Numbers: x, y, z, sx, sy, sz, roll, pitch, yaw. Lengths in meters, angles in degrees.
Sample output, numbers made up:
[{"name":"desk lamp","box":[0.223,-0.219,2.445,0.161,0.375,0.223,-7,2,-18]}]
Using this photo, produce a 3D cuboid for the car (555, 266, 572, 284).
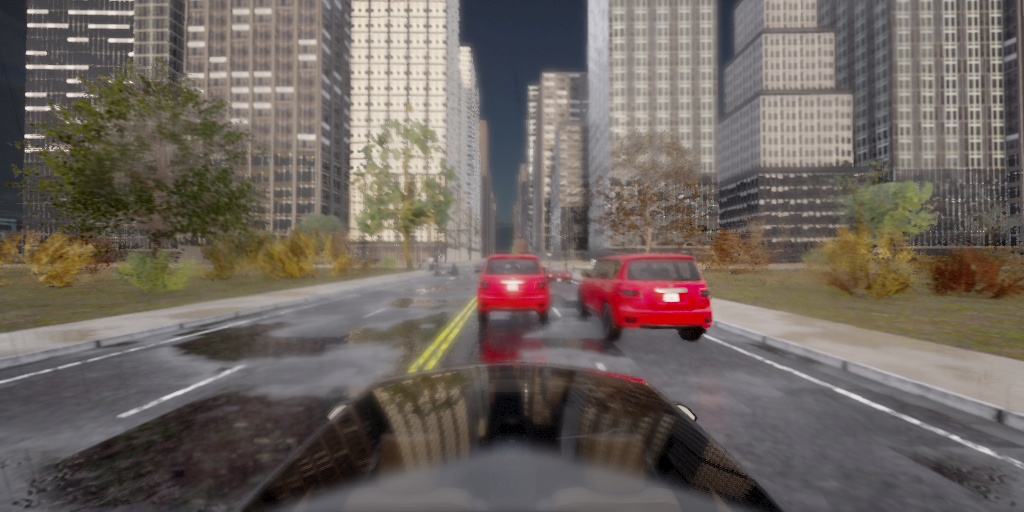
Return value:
[{"name":"car","box":[3.323,1.402,27.407,1.895,1.301,4.718,0,0,0]}]

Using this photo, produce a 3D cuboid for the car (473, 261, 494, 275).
[{"name":"car","box":[-3.330,1.370,42.324,2.033,1.411,5.357,0,0,0]}]

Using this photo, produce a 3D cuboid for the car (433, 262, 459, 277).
[{"name":"car","box":[-6.598,1.340,36.604,1.812,1.442,4.674,0,0,0]}]

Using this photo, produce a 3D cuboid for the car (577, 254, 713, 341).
[{"name":"car","box":[3.317,0.987,10.099,2.150,2.045,5.566,0,-1,0]}]

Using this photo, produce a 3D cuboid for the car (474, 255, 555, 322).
[{"name":"car","box":[0.074,0.992,12.536,2.150,2.045,5.566,0,-1,1]}]
